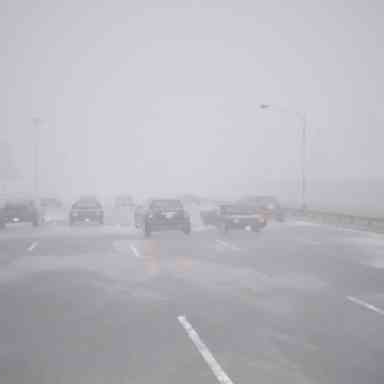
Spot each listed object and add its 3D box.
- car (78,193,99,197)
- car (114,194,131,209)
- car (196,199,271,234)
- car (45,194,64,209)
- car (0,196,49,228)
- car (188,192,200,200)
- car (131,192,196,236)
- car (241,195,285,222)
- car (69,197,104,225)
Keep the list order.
[{"bbox_3d":[-11.039,0.817,35.470,1.882,1.535,5.008,0,1,-17],"label":"car"},{"bbox_3d":[-6.821,0.922,33.629,2.033,1.411,5.357,0,1,-17],"label":"car"},{"bbox_3d":[1.895,1.283,17.045,1.895,1.301,4.718,0,1,-17],"label":"car"},{"bbox_3d":[-14.185,0.896,33.769,1.812,1.442,4.674,0,1,-17],"label":"car"},{"bbox_3d":[-9.644,1.143,19.128,1.837,1.490,4.892,0,0,-18],"label":"car"},{"bbox_3d":[-0.530,0.819,36.991,1.837,1.490,4.892,0,1,-17],"label":"car"},{"bbox_3d":[-1.601,1.043,16.511,2.097,1.767,4.553,0,1,-17],"label":"car"},{"bbox_3d":[4.099,0.945,21.848,2.097,1.767,4.553,0,1,-17],"label":"car"},{"bbox_3d":[-6.530,1.213,20.735,1.895,1.301,4.718,0,1,-17],"label":"car"}]
